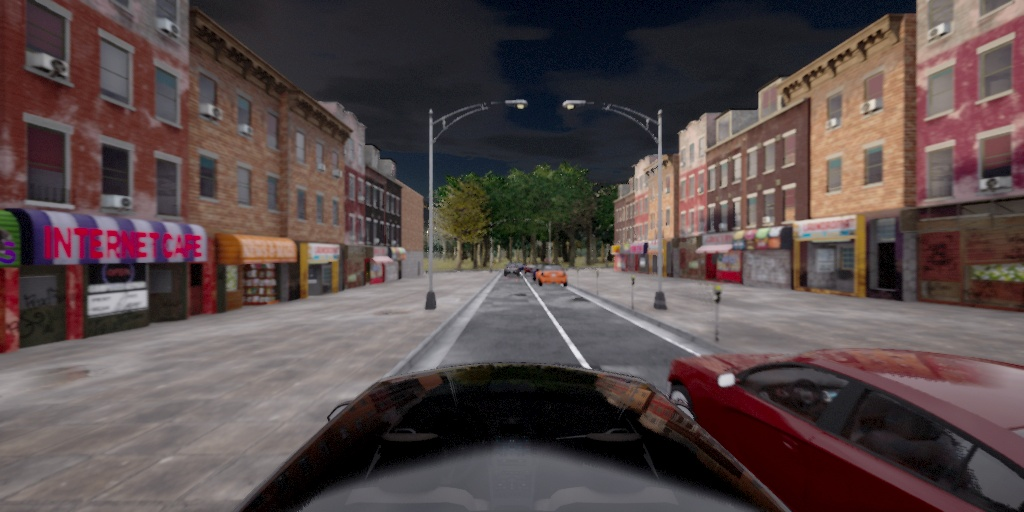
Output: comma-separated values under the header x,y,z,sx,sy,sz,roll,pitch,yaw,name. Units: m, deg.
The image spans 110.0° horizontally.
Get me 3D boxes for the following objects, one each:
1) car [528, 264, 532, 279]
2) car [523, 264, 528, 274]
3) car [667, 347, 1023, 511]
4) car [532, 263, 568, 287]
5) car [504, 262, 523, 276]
x,y,z,sx,sy,sz,roll,pitch,yaw,name
2.979,1.473,34.840,2.097,1.767,4.553,0,-1,0,car
2.623,1.864,51.035,1.888,1.381,4.507,0,0,0,car
2.636,1.302,2.381,1.888,1.381,4.507,0,0,0,car
2.981,1.390,27.839,2.097,1.767,4.553,0,-1,0,car
-0.001,1.736,44.728,2.128,1.511,4.902,0,-1,0,car
